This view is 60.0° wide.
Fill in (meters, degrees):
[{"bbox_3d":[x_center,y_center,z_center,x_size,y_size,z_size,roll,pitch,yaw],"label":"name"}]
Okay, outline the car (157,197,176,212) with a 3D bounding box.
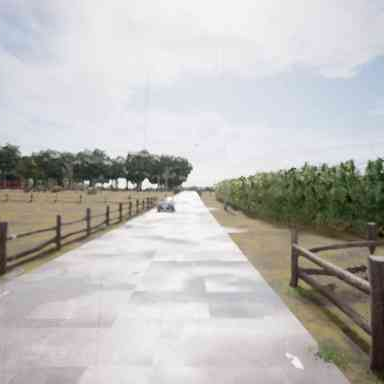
[{"bbox_3d":[-2.785,1.362,36.736,2.128,1.511,4.902,0,0,1],"label":"car"}]
